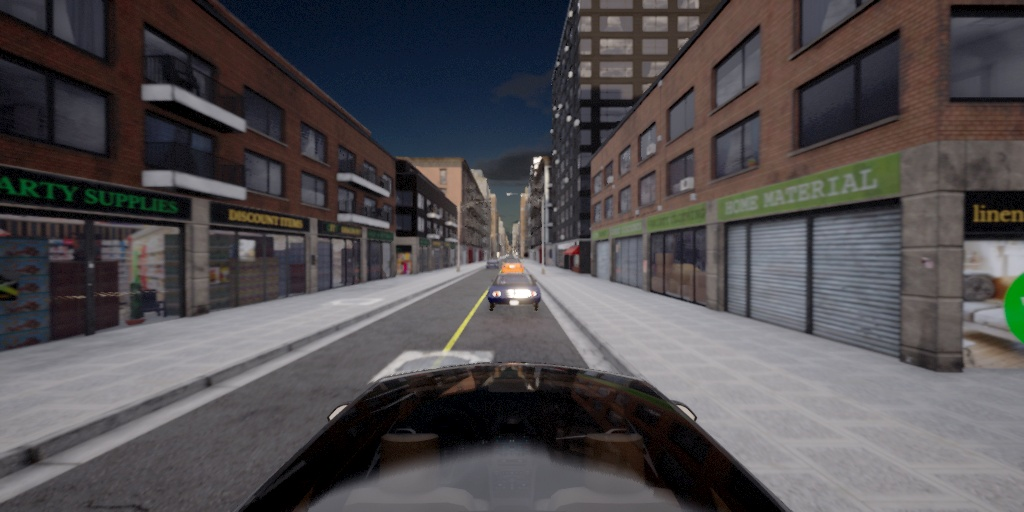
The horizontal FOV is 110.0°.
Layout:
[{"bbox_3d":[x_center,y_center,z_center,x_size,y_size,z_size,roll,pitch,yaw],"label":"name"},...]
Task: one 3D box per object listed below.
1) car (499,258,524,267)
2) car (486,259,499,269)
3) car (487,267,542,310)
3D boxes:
[{"bbox_3d":[0.087,1.001,35.462,2.097,1.767,4.553,0,0,0],"label":"car"},{"bbox_3d":[-2.771,1.147,52.215,2.033,1.411,5.357,0,0,0],"label":"car"},{"bbox_3d":[0.086,1.312,14.435,1.895,1.301,4.718,0,0,0],"label":"car"}]
